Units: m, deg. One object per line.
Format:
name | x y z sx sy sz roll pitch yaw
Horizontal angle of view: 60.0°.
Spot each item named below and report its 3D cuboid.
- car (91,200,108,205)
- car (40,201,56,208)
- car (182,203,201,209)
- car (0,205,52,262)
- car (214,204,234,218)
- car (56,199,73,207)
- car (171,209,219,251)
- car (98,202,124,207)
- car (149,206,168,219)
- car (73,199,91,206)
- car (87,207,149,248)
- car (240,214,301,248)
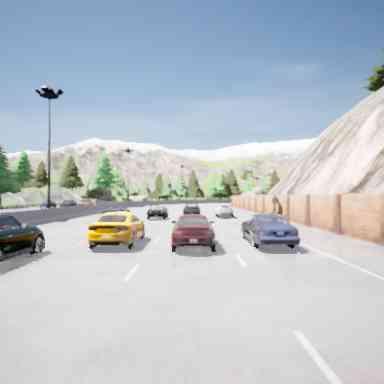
car | -17.696 2.404 65.695 2.128 1.511 4.902 0 -1 1
car | -28.166 2.411 65.290 1.812 1.442 4.674 0 -1 0
car | -0.010 1.973 36.031 2.128 1.511 4.902 0 -1 0
car | -6.941 1.510 11.457 2.097 1.767 4.553 0 -1 0
car | 3.489 2.014 36.689 1.812 1.442 4.674 0 -1 0
car | -24.658 2.250 66.144 2.097 1.767 4.553 0 -1 0
car | 0.049 1.727 14.956 1.812 1.442 4.674 0 -1 0
car | -6.994 1.965 30.893 2.033 1.411 5.357 0 -1 0
car | -3.504 2.066 34.671 1.895 1.301 4.718 0 -1 0
car | -21.157 2.243 65.715 2.097 1.767 4.553 0 -1 0
car | -3.449 1.693 15.885 1.882 1.535 5.008 0 -1 0
car | 3.554 1.759 15.926 2.033 1.411 5.357 0 -1 0
